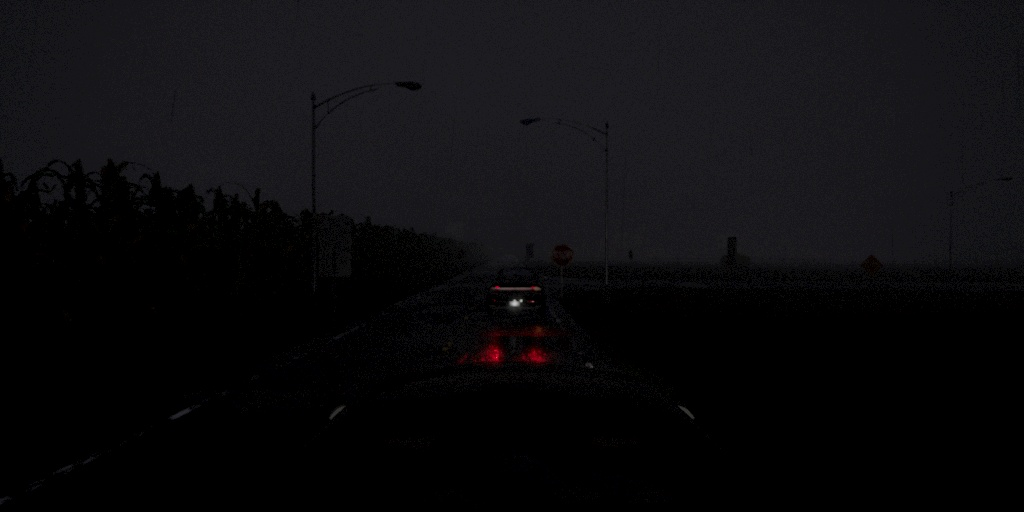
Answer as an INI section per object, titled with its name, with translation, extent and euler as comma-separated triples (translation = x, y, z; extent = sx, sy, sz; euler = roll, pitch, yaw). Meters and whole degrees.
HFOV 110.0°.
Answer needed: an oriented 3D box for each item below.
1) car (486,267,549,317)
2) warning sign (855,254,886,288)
[car]
translation = 0.254, 1.130, 12.641
extent = 2.128, 1.511, 4.902
euler = 0, 1, 4
[warning sign]
translation = 20.440, 0.816, 20.359
extent = 1.060, 1.860, 1.300
euler = 0, 0, 1
